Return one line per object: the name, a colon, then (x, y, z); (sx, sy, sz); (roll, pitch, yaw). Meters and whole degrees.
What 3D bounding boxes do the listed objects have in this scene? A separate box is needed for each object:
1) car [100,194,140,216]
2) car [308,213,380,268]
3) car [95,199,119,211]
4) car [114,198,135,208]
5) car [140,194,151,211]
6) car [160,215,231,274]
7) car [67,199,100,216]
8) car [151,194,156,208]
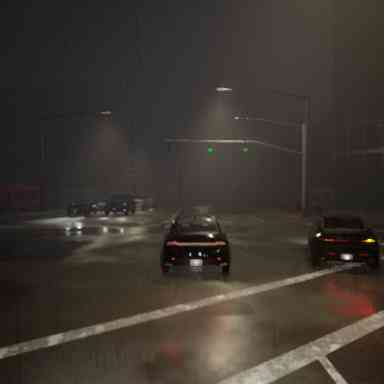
car: (-7.054, 1.223, 33.118); (2.150, 2.045, 5.566); (0, 0, 1)
car: (5.038, 1.483, 11.339); (1.837, 1.490, 4.892); (-1, 0, 20)
car: (-10.560, 1.594, 41.724); (1.812, 1.442, 4.674); (0, -1, 0)
car: (-10.524, 1.668, 52.127); (2.128, 1.511, 4.902); (0, -1, 1)
car: (-7.051, 1.304, 43.152); (2.150, 2.045, 5.566); (0, -1, 1)
car: (0.101, 1.470, 10.426); (2.128, 1.511, 4.902); (0, 0, 0)
car: (-10.567, 1.486, 32.460); (2.128, 1.511, 4.902); (0, 0, 0)
car: (-7.011, 1.414, 53.587); (2.150, 2.045, 5.566); (0, -1, 0)
